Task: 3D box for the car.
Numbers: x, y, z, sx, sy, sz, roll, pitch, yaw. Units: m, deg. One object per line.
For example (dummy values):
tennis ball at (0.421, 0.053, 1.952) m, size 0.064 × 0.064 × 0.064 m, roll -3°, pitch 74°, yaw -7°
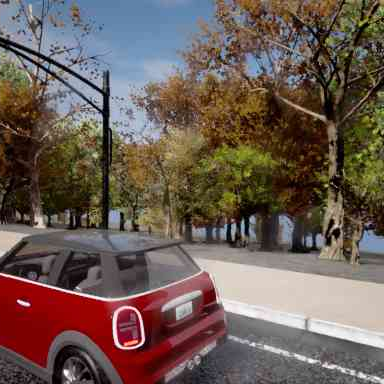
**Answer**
car at (-1.815, 1.351, 4.979) m, size 4.553 × 1.767 × 2.097 m, roll 0°, pitch 0°, yaw 36°
